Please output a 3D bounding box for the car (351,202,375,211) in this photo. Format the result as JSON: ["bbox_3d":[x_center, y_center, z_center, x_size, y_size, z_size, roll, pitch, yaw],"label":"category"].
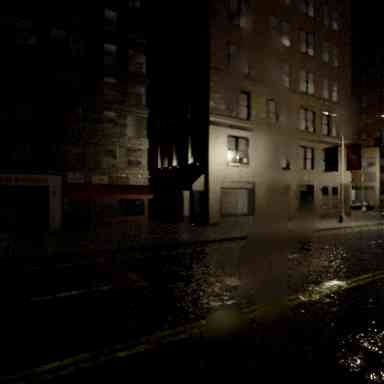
[{"bbox_3d":[24.469,2.090,48.852,1.947,1.339,4.313,1,-1,-36],"label":"car"}]
